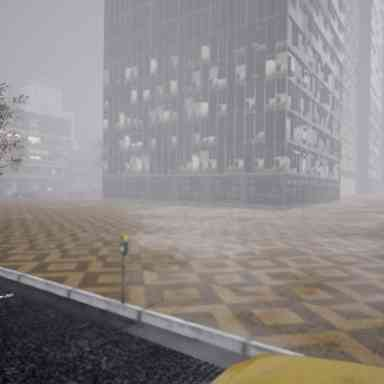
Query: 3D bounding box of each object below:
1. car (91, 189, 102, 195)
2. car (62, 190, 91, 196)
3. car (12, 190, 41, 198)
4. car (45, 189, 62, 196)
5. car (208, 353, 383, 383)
[{"bbox_3d":[-24.935,-0.041,84.448,1.947,1.339,4.313,2,2,35],"label":"car"},{"bbox_3d":[-24.386,0.268,70.522,2.008,1.369,4.403,2,2,35],"label":"car"},{"bbox_3d":[-30.727,0.444,61.364,2.008,1.369,4.403,2,2,35],"label":"car"},{"bbox_3d":[-31.276,0.118,75.291,2.008,1.369,4.403,2,2,35],"label":"car"},{"bbox_3d":[2.020,1.535,1.424,4.829,1.417,1.752,1,1,35],"label":"car"}]
